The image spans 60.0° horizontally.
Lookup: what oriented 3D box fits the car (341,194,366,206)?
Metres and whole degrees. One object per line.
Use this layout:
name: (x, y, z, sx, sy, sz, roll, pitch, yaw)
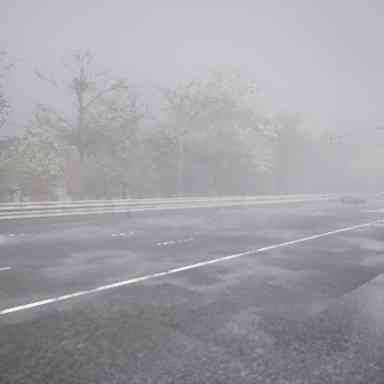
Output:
car: (21.155, 0.949, 43.395, 2.128, 1.511, 4.902, 0, 1, 44)
